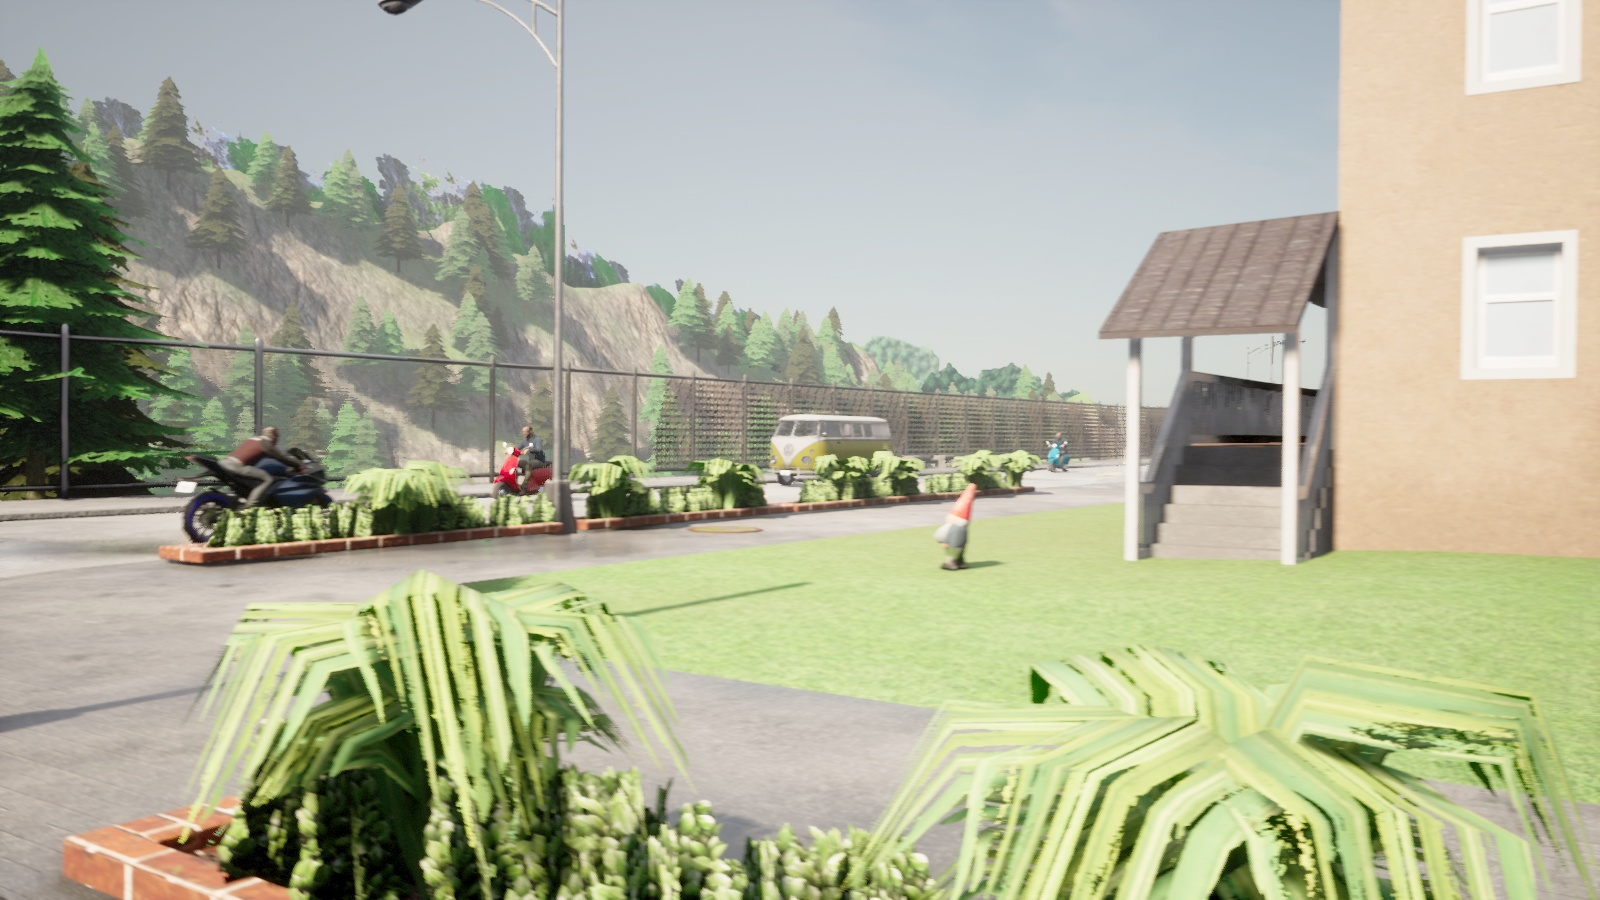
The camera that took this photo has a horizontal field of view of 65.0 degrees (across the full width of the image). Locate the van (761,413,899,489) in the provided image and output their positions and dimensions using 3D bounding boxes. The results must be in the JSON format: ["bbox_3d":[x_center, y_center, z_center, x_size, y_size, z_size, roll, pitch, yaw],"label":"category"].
[{"bbox_3d":[0.909,-0.007,35.356,1.775,1.987,4.442,0,1,34],"label":"van"}]

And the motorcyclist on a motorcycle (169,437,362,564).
[{"bbox_3d":[-6.940,0.605,16.427,0.866,1.530,2.191,0,1,33],"label":"motorcyclist on a motorcycle"}]

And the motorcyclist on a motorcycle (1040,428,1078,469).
[{"bbox_3d":[10.189,-0.081,49.345,0.866,1.590,1.817,0,1,34],"label":"motorcyclist on a motorcycle"}]

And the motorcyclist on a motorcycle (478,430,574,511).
[{"bbox_3d":[-5.567,0.386,25.594,0.866,1.590,1.817,0,1,34],"label":"motorcyclist on a motorcycle"}]
